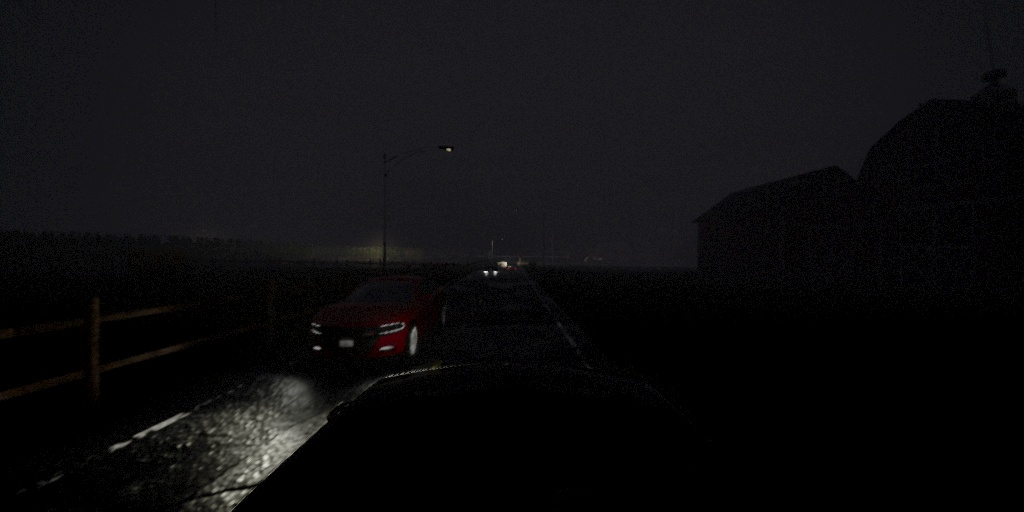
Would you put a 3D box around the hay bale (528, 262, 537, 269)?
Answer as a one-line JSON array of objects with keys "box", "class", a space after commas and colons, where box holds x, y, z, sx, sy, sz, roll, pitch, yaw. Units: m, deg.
[{"box": [3.129, 1.373, 54.290, 1.220, 1.180, 1.240, 0, 0, 0], "class": "hay bale"}]

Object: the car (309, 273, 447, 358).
[{"box": [-2.840, 1.222, 8.645, 1.882, 1.535, 5.008, 0, 0, 0], "class": "car"}]

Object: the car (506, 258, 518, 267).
[{"box": [0.005, 1.239, 62.933, 1.812, 1.442, 4.674, 0, 0, 0], "class": "car"}]

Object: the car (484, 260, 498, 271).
[{"box": [-2.823, 1.266, 49.128, 2.033, 1.411, 5.357, 0, 0, 0], "class": "car"}]
